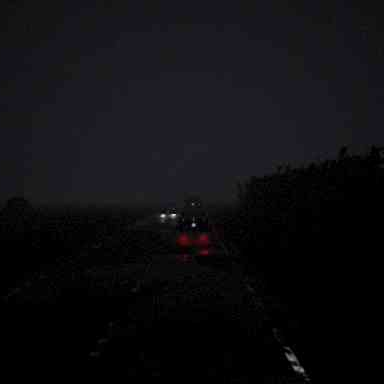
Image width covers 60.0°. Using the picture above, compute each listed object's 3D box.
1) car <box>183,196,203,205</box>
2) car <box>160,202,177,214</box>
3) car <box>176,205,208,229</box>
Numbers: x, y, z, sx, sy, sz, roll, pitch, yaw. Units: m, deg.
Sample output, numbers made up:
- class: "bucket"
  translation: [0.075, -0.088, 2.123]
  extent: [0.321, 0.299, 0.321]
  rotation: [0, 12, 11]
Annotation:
- class: "car"
  translation: [0.113, 1.555, 40.759]
  extent: [2.150, 2.045, 5.566]
  rotation: [0, -1, 0]
- class: "car"
  translation: [-2.740, 1.883, 40.630]
  extent: [2.033, 1.411, 5.357]
  rotation: [0, 0, 0]
- class: "car"
  translation: [0.105, 1.799, 23.053]
  extent: [1.895, 1.301, 4.718]
  rotation: [0, 0, 0]
